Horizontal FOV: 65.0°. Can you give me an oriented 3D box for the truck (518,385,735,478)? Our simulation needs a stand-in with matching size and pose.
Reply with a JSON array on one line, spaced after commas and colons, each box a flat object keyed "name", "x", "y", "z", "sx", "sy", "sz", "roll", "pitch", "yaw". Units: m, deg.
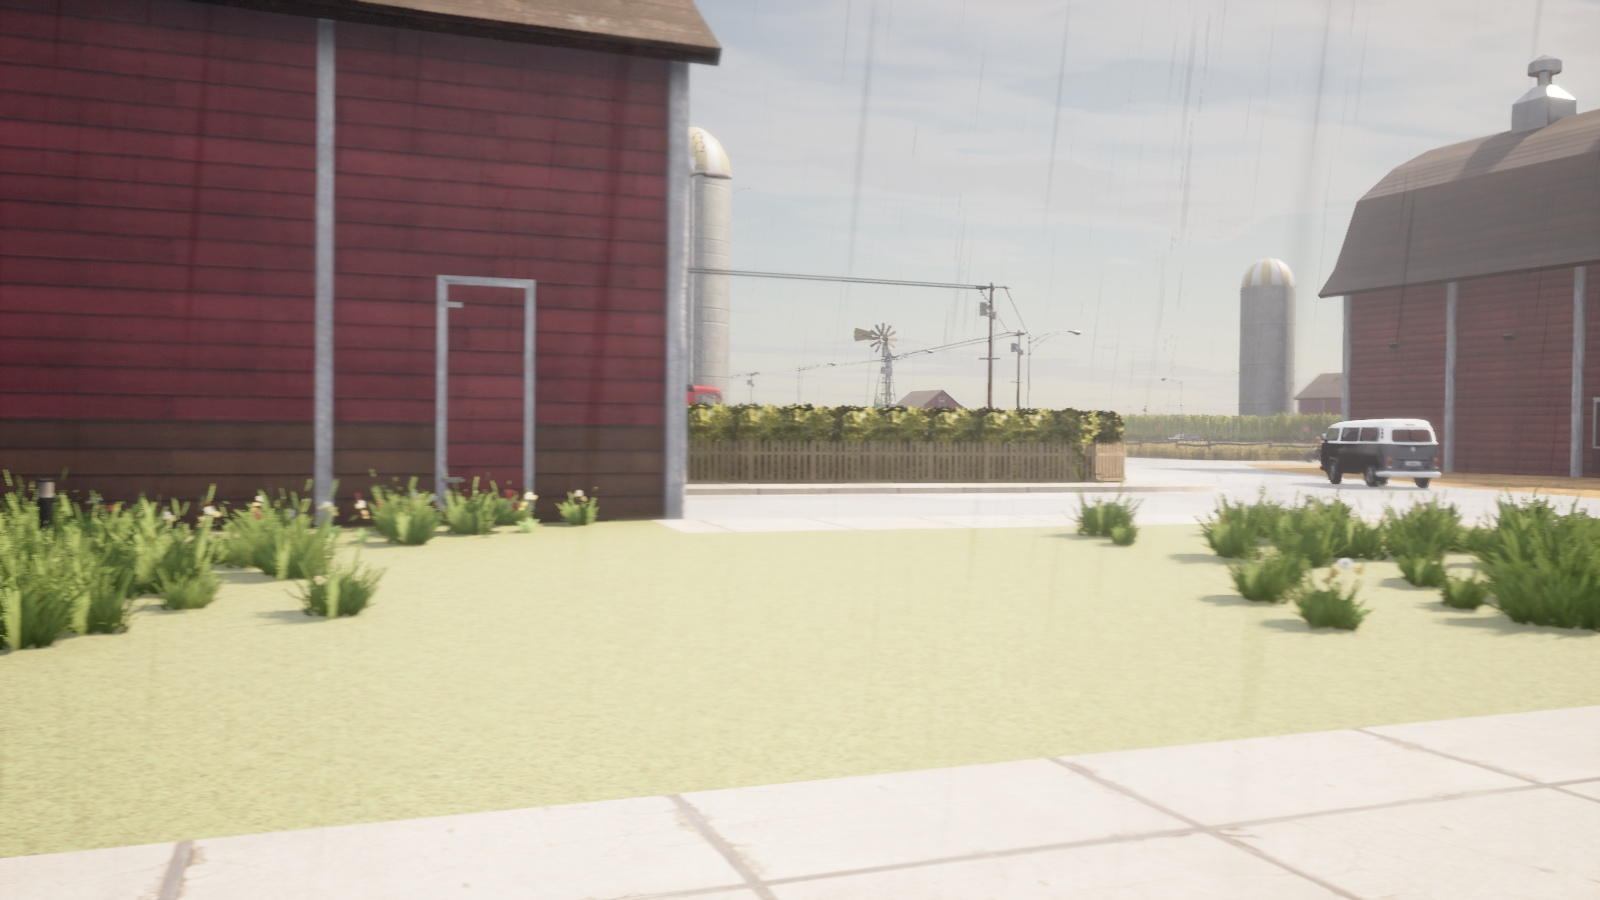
[{"name": "truck", "x": -6.826, "y": -0.776, "z": 49.473, "sx": 7.936, "sy": 3.462, "sz": 2.891, "roll": -1, "pitch": 1, "yaw": -21}]

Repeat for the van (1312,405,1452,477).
[{"name": "van", "x": 17.532, "y": -0.293, "z": 38.101, "sx": 2.069, "sy": 2.038, "sz": 4.480, "roll": -1, "pitch": 1, "yaw": -1}]
